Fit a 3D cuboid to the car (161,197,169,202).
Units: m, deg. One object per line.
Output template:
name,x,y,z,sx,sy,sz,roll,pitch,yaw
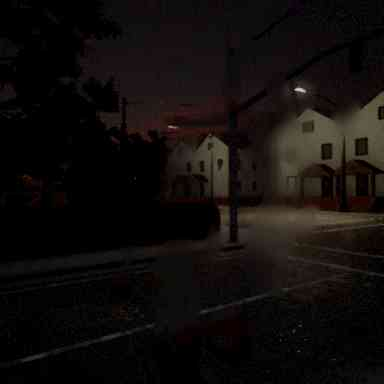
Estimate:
car,-4.846,1.157,40.316,2.150,2.045,5.566,0,0,-35
